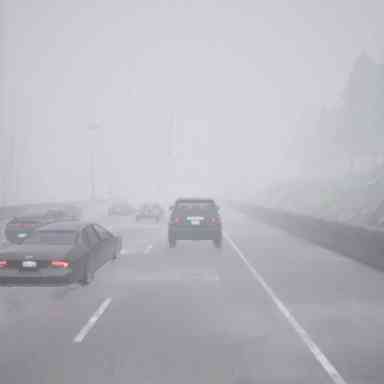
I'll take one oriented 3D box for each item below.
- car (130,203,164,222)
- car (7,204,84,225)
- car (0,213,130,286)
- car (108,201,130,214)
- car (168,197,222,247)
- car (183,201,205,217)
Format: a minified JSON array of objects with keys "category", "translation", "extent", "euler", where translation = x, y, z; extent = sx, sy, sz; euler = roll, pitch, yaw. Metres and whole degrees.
[{"category":"car","translation":[-3.353,1.589,26.997],"extent":[2.033,1.411,5.357],"euler":[0,0,0]},{"category":"car","translation":[-6.873,1.528,15.866],"extent":[1.837,1.490,4.892],"euler":[0,0,0]},{"category":"car","translation":[-3.384,1.561,9.458],"extent":[2.033,1.411,5.357],"euler":[0,0,0]},{"category":"car","translation":[-6.843,1.613,32.643],"extent":[1.994,1.385,4.181],"euler":[0,0,0]},{"category":"car","translation":[0.126,1.245,15.189],"extent":[2.150,2.045,5.566],"euler":[0,0,0]},{"category":"car","translation":[0.157,1.614,32.613],"extent":[1.994,1.385,4.181],"euler":[0,0,0]}]
